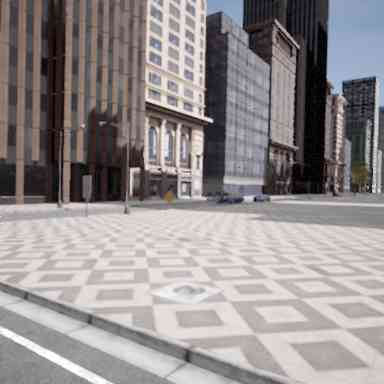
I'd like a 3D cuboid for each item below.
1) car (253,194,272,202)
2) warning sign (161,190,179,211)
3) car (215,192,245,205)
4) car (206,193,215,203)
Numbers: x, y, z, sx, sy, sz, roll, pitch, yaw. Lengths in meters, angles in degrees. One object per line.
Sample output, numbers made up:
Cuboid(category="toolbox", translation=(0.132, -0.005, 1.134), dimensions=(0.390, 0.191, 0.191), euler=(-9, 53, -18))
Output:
Cuboid(category="car", translation=(12.043, 1.043, 56.817), dimensions=(1.994, 1.385, 4.181), euler=(2, 2, 35))
Cuboid(category="warning sign", translation=(-2.151, 0.796, 32.022), dimensions=(1.300, 1.860, 1.060), euler=(2, 1, 35))
Cuboid(category="car", translation=(5.802, 0.881, 47.912), dimensions=(2.097, 1.767, 4.553), euler=(2, 2, 36))
Cuboid(category="car", translation=(4.010, 0.918, 50.721), dimensions=(2.128, 1.511, 4.902), euler=(2, 1, 36))
